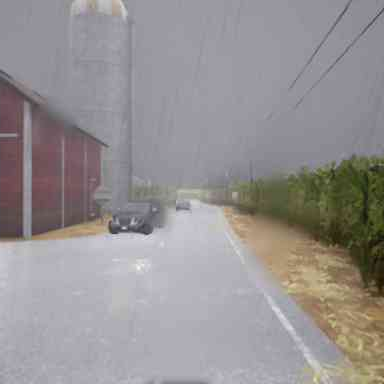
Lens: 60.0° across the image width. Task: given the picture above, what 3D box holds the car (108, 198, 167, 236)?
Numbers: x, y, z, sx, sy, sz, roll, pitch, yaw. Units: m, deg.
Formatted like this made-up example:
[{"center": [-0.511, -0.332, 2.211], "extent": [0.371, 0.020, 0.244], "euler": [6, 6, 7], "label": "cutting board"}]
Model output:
[{"center": [-3.070, 1.477, 20.182], "extent": [2.150, 2.045, 5.566], "euler": [0, 1, 10], "label": "car"}]

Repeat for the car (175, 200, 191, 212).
[{"center": [-1.124, 1.828, 44.523], "extent": [1.837, 1.490, 4.892], "euler": [0, 0, 5], "label": "car"}]
